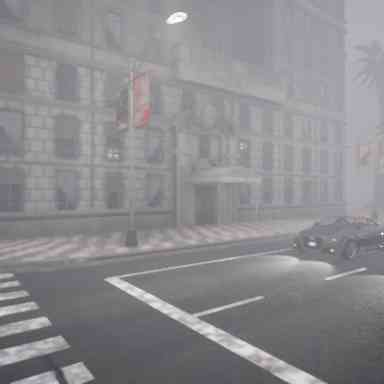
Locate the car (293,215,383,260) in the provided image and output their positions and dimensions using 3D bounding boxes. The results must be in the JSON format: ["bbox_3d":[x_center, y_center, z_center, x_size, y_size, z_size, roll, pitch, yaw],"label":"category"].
[{"bbox_3d":[5.734,1.598,12.618,4.181,1.385,1.994,0,0,-36],"label":"car"}]
